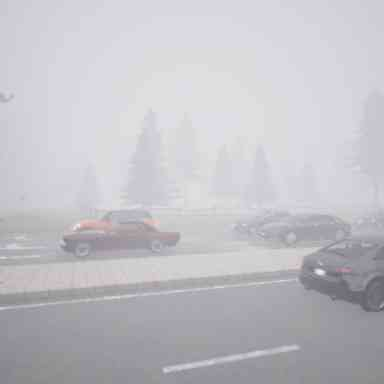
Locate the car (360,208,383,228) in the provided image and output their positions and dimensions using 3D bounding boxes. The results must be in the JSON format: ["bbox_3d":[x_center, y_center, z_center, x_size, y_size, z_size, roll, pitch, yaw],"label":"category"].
[{"bbox_3d":[13.567,1.875,23.235,4.902,1.511,2.128,0,-1,-19],"label":"car"}]

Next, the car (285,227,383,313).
[{"bbox_3d":[4.633,1.696,7.802,4.181,1.385,1.994,0,-1,-19],"label":"car"}]

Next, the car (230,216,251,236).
[{"bbox_3d":[4.682,1.855,20.205,4.902,1.511,2.128,0,-1,-19],"label":"car"}]

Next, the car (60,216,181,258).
[{"bbox_3d":[-2.973,1.878,13.890,4.718,1.301,1.895,0,-1,-19],"label":"car"}]

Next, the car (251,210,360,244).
[{"bbox_3d":[5.729,1.801,16.862,4.892,1.490,1.837,0,-1,-19],"label":"car"}]

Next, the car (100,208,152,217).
[{"bbox_3d":[-3.976,1.696,17.250,4.553,1.767,2.097,0,-1,-19],"label":"car"}]
